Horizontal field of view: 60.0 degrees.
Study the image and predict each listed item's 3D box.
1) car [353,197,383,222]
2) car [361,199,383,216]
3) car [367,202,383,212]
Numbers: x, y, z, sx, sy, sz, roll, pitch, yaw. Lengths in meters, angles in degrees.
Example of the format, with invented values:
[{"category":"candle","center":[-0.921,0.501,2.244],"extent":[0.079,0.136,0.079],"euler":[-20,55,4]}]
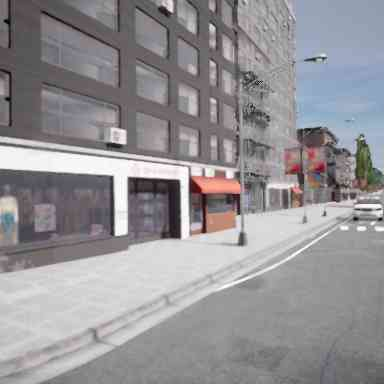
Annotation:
[{"category":"car","center":[15.684,1.443,29.434],"extent":[2.150,2.045,5.566],"euler":[-1,-1,31]},{"category":"car","center":[20.584,1.668,37.759],"extent":[2.097,1.767,4.553],"euler":[-1,-1,31]},{"category":"car","center":[25.791,2.029,46.551],"extent":[1.895,1.301,4.718],"euler":[-1,-1,31]}]
